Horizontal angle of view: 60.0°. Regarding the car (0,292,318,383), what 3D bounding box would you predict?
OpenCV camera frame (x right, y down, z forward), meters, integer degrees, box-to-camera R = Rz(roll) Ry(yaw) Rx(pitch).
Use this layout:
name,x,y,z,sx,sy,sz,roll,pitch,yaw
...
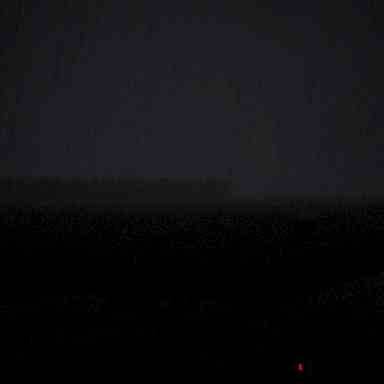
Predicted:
name,x,y,z,sx,sy,sz,roll,pitch,yaw
car,-1.440,1.549,2.091,5.357,1.411,2.033,0,0,-36
